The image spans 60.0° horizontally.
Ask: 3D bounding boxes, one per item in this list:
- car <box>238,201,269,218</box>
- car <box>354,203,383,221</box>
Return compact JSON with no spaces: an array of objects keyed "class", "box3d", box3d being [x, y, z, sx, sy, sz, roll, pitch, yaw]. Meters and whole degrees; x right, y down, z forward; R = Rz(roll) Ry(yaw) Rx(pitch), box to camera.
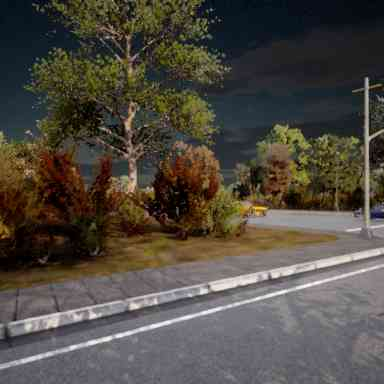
[{"class":"car","box3d":[5.078,1.652,32.179,1.882,1.535,5.008,0,-1,-41]},{"class":"car","box3d":[15.024,1.564,25.764,1.812,1.442,4.674,0,-1,-35]}]
